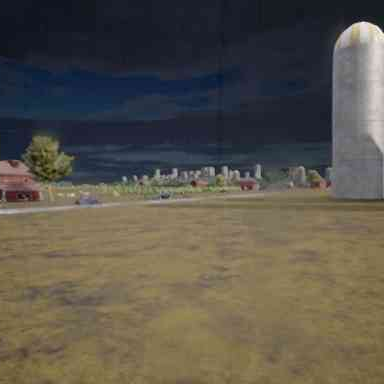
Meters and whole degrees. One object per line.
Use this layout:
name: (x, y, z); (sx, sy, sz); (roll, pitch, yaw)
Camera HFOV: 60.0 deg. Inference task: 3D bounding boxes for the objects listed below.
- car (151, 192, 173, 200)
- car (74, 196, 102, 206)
car: (-5.746, 0.713, 64.014); (1.837, 1.490, 4.892); (0, 1, 36)
car: (-15.695, 1.324, 50.383); (1.994, 1.385, 4.181); (0, 1, 36)
